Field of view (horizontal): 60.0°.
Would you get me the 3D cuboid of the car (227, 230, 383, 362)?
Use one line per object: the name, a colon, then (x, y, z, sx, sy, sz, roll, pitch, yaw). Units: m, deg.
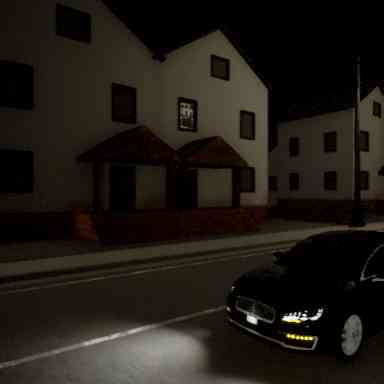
car: (2.803, 1.508, 5.992, 4.892, 1.490, 1.837, 0, 0, -36)
